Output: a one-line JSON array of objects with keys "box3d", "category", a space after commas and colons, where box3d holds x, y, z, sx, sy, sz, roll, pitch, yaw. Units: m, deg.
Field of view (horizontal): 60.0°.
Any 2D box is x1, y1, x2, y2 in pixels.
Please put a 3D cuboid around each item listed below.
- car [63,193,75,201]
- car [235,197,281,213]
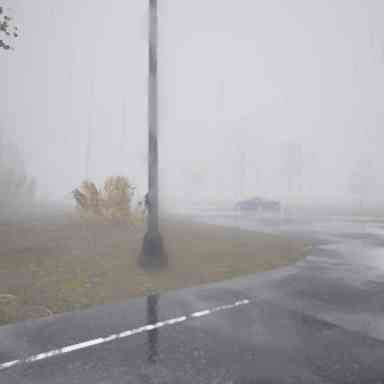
[{"box3d": [-22.170, 0.869, 60.720, 2.033, 1.411, 5.357, -1, 1, -34], "category": "car"}, {"box3d": [6.342, 1.194, 32.530, 1.882, 1.535, 5.008, -1, 1, -35], "category": "car"}]
